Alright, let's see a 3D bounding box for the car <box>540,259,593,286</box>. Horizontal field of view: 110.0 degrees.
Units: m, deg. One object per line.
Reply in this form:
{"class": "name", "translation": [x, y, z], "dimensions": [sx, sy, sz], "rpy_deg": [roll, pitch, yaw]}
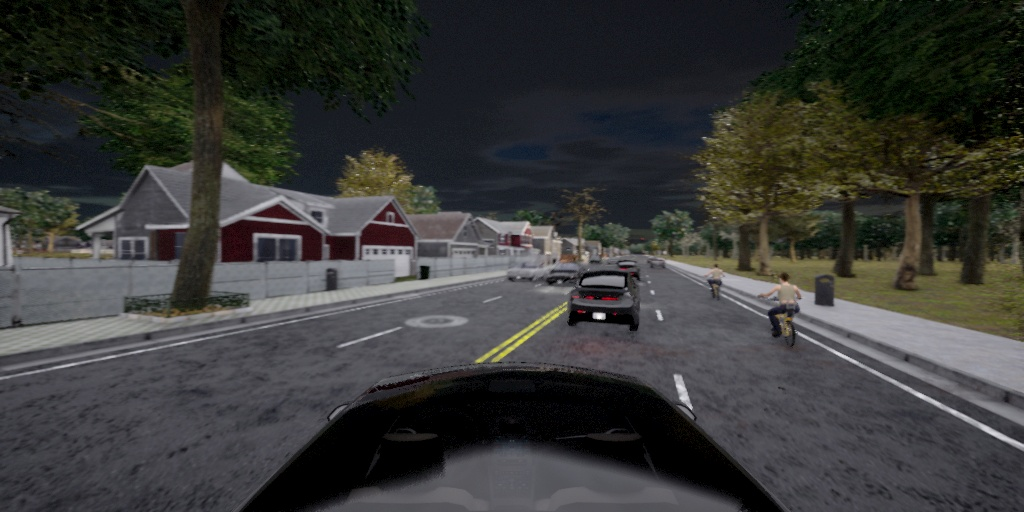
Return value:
{"class": "car", "translation": [3.670, 1.112, 23.273], "dimensions": [2.033, 1.411, 5.357], "rpy_deg": [1, 1, 20]}

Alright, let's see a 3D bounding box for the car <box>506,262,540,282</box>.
{"class": "car", "translation": [1.173, 1.109, 25.946], "dimensions": [1.895, 1.301, 4.718], "rpy_deg": [1, 1, 20]}

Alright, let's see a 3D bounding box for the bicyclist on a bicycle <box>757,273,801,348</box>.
{"class": "bicyclist on a bicycle", "translation": [6.205, 1.187, 8.235], "dimensions": [0.866, 1.612, 1.509], "rpy_deg": [1, 1, 20]}

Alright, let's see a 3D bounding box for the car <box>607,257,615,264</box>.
{"class": "car", "translation": [17.527, 0.889, 61.768], "dimensions": [1.994, 1.385, 4.181], "rpy_deg": [1, 1, 20]}

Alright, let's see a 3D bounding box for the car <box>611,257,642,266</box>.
{"class": "car", "translation": [9.047, 1.082, 28.058], "dimensions": [1.837, 1.490, 4.892], "rpy_deg": [1, 1, 20]}

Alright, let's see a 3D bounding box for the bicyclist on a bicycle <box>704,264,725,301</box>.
{"class": "bicyclist on a bicycle", "translation": [9.032, 1.138, 15.927], "dimensions": [0.866, 1.612, 1.509], "rpy_deg": [1, 1, 19]}

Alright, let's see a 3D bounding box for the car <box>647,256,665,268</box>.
{"class": "car", "translation": [21.066, 0.962, 51.984], "dimensions": [2.128, 1.511, 4.902], "rpy_deg": [1, 1, 20]}

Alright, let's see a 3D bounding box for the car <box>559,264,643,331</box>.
{"class": "car", "translation": [2.942, 1.189, 11.005], "dimensions": [1.837, 1.490, 4.892], "rpy_deg": [1, 1, 20]}
